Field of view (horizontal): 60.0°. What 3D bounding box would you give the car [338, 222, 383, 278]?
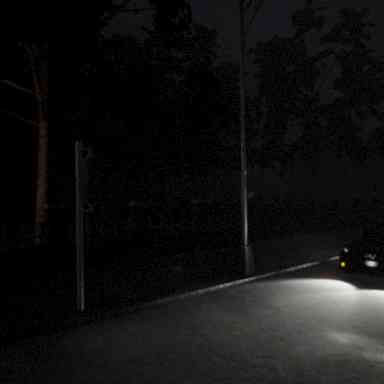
[{"bbox_3d":[5.869,1.521,9.186,4.181,1.385,1.994,-1,0,-38],"label":"car"}]
